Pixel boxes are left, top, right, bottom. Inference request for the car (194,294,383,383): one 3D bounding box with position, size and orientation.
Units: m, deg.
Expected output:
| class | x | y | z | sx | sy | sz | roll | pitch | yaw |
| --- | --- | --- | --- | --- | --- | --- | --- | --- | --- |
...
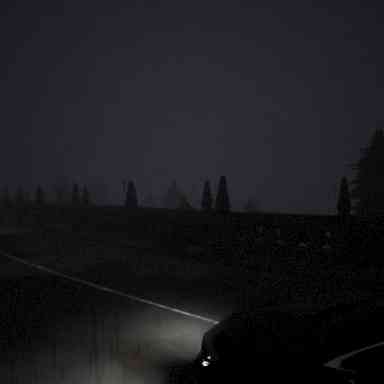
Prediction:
| class | x | y | z | sx | sy | sz | roll | pitch | yaw |
| --- | --- | --- | --- | --- | --- | --- | --- | --- | --- |
| car | 2.271 | 1.515 | 2.503 | 4.892 | 1.490 | 1.837 | -1 | 0 | 36 |
